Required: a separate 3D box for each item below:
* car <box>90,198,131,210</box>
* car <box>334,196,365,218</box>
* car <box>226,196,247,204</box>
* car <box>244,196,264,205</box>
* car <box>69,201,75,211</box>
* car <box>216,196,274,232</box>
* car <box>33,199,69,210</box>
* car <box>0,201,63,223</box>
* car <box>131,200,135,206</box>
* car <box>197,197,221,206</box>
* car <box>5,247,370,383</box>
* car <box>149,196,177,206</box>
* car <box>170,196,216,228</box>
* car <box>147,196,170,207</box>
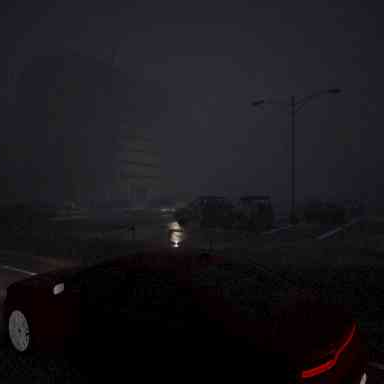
[{"bbox_3d":[-10.372,1.601,41.800,1.895,1.301,4.718,0,0,34],"label":"car"},{"bbox_3d":[15.344,1.395,32.012,1.970,1.475,3.806,0,0,34],"label":"car"},{"bbox_3d":[8.545,1.492,63.351,2.128,1.511,4.902,0,0,34],"label":"car"},{"bbox_3d":[11.509,1.526,61.496,1.812,1.442,4.674,0,0,34],"label":"car"},{"bbox_3d":[-16.166,1.526,39.426,1.812,1.442,4.674,0,0,34],"label":"car"},{"bbox_3d":[3.321,1.156,19.057,1.905,1.878,3.866,0,0,34],"label":"car"},{"bbox_3d":[-15.715,1.547,33.838,2.033,1.411,5.357,0,0,34],"label":"car"},{"bbox_3d":[-12.706,1.601,25.376,1.895,1.301,4.718,0,0,34],"label":"car"},{"bbox_3d":[-10.505,1.547,47.882,2.033,1.411,5.357,0,0,33],"label":"car"},{"bbox_3d":[2.798,1.526,54.773,1.812,1.442,4.674,0,0,34],"label":"car"},{"bbox_3d":[-0.520,1.478,4.360,5.008,1.535,1.882,0,0,35],"label":"car"},{"bbox_3d":[-4.797,1.492,56.319,2.128,1.511,4.902,0,0,34],"label":"car"},{"bbox_3d":[0.953,1.153,20.722,1.932,1.855,4.605,0,0,34],"label":"car"},{"bbox_3d":[-4.698,1.492,50.230,2.128,1.511,4.902,0,0,34],"label":"car"}]
